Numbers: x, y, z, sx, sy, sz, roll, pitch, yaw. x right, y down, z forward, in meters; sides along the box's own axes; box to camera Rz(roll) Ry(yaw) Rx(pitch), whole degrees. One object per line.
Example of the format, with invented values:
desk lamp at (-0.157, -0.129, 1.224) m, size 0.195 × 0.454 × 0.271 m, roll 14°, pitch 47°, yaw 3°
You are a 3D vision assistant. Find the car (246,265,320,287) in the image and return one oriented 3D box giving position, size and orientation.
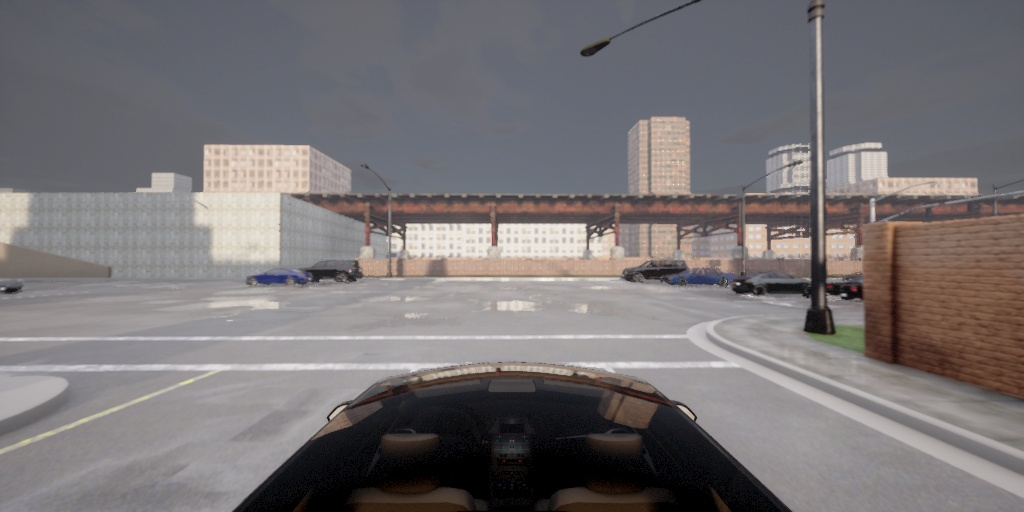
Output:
car at (-17.916, 1.609, 27.752) m, size 4.674 × 1.442 × 1.812 m, roll 0°, pitch -1°, yaw 0°

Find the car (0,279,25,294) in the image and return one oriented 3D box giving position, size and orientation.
car at (-31.496, 1.595, 20.694) m, size 4.718 × 1.301 × 1.895 m, roll 0°, pitch -1°, yaw 1°

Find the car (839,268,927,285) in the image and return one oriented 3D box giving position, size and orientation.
car at (31.670, 1.721, 30.695) m, size 5.357 × 1.411 × 2.033 m, roll 0°, pitch -1°, yaw 1°

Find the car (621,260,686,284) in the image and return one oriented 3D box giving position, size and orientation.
car at (12.364, 1.344, 30.981) m, size 5.566 × 2.045 × 2.150 m, roll 0°, pitch -1°, yaw 1°

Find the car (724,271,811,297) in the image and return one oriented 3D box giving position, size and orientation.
car at (14.792, 1.549, 20.265) m, size 4.181 × 1.385 × 1.994 m, roll 0°, pitch -1°, yaw 1°

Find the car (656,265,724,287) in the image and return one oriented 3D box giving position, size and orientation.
car at (14.309, 1.624, 27.458) m, size 5.357 × 1.411 × 2.033 m, roll 0°, pitch -1°, yaw 1°

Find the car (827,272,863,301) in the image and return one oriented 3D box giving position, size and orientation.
car at (17.819, 1.542, 16.817) m, size 4.718 × 1.301 × 1.895 m, roll 0°, pitch -1°, yaw 2°

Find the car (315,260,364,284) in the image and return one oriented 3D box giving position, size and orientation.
car at (-15.894, 1.349, 31.250) m, size 5.566 × 2.045 × 2.150 m, roll 0°, pitch -1°, yaw 1°
